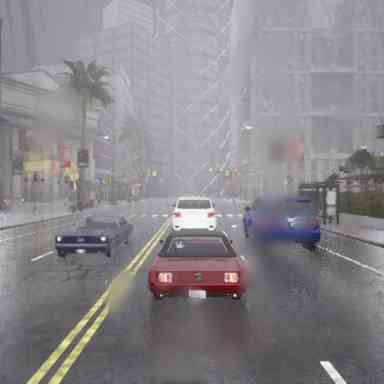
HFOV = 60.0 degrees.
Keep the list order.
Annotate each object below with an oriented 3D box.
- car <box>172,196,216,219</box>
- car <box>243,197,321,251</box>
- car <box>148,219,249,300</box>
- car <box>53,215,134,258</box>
[{"bbox_3d":[0.107,1.221,18.123,2.150,2.045,5.566,0,0,0],"label":"car"},{"bbox_3d":[3.606,1.222,14.295,2.150,2.045,5.566,0,0,0],"label":"car"},{"bbox_3d":[0.109,1.601,8.356,1.895,1.301,4.718,0,0,0],"label":"car"},{"bbox_3d":[-3.578,1.601,12.915,1.895,1.301,4.718,0,0,0],"label":"car"}]
